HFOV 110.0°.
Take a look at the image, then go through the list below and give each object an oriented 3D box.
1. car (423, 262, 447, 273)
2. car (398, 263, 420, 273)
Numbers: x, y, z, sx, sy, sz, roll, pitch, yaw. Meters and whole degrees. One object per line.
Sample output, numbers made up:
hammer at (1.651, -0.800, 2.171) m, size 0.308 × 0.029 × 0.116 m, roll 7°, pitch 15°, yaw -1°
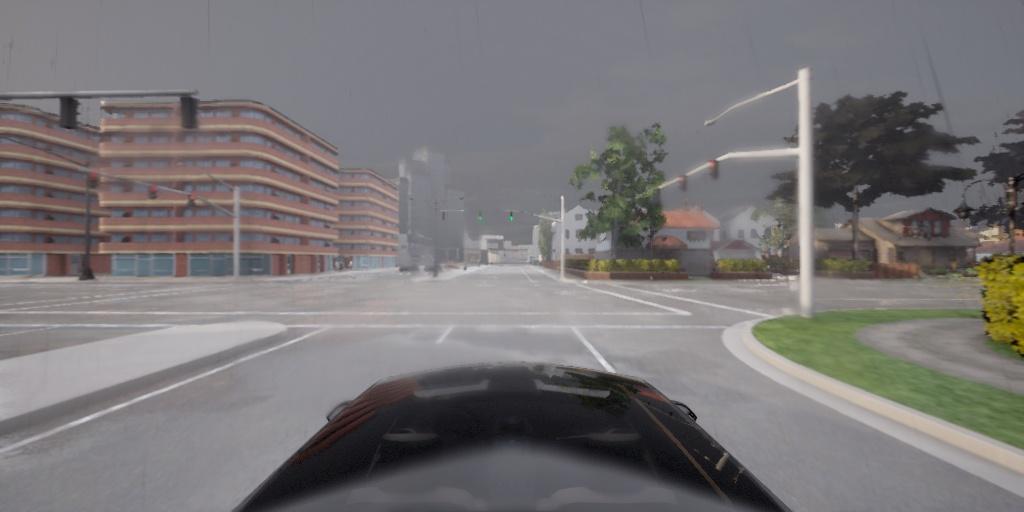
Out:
car at (-11.509, 1.758, 52.815) m, size 2.033 × 1.411 × 5.357 m, roll 0°, pitch -1°, yaw 1°
car at (-15.006, 1.759, 52.797) m, size 2.033 × 1.411 × 5.357 m, roll 0°, pitch -1°, yaw 1°
